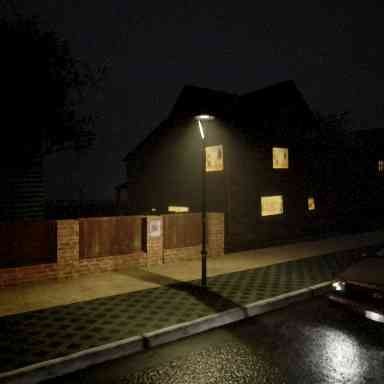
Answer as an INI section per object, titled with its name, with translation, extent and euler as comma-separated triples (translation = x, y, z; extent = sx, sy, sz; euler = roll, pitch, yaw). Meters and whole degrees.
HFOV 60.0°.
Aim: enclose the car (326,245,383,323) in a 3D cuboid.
[car]
translation = 4.978, 1.550, 6.771
extent = 5.357, 1.411, 2.033
euler = 0, 0, -37
